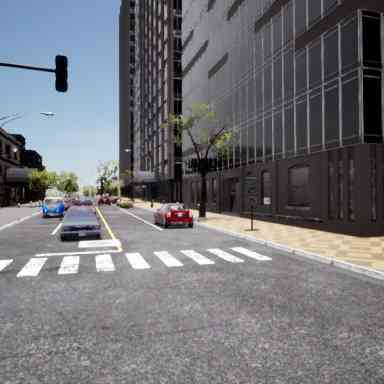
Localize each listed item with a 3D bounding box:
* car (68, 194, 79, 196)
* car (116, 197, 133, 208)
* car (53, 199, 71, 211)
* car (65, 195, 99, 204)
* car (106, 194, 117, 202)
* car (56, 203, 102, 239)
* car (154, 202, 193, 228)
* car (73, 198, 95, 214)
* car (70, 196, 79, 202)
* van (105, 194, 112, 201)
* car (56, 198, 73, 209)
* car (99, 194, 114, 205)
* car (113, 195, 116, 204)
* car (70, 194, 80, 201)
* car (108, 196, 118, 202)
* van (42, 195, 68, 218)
[{"bbox_3d":[-20.919,1.351,56.795,2.192,1.841,5.009,1,0,-17],"label":"car"},{"bbox_3d":[-9.659,1.558,48.895,1.752,1.417,4.829,1,0,-17],"label":"car"},{"bbox_3d":[-15.951,1.608,40.953,1.802,1.307,4.206,1,0,-17],"label":"car"},{"bbox_3d":[-8.912,1.369,27.160,2.097,1.767,4.553,0,0,-17],"label":"car"},{"bbox_3d":[-19.551,1.368,80.418,2.192,1.841,5.009,1,0,-17],"label":"car"},{"bbox_3d":[-5.974,1.558,17.707,2.033,1.411,5.357,0,0,-21],"label":"car"},{"bbox_3d":[-1.319,1.455,22.328,1.967,1.590,4.097,1,0,-17],"label":"car"},{"bbox_3d":[-11.992,1.515,37.069,2.128,1.511,4.902,0,0,-17],"label":"car"},{"bbox_3d":[-27.502,1.575,77.754,1.752,1.417,4.829,1,0,-17],"label":"car"},{"bbox_3d":[-22.867,1.401,90.979,1.690,1.788,3.998,1,0,-17],"label":"van"},{"bbox_3d":[-17.608,1.595,46.234,1.947,1.339,4.313,1,0,-17],"label":"car"},{"bbox_3d":[-15.132,1.389,57.309,2.097,1.767,4.553,0,0,-17],"label":"car"},{"bbox_3d":[-11.317,1.561,54.175,1.752,1.417,4.829,1,0,-17],"label":"car"},{"bbox_3d":[-29.207,1.369,83.198,2.192,1.841,5.009,1,0,-17],"label":"car"},{"bbox_3d":[-17.947,1.575,75.298,1.752,1.417,4.829,1,0,-17],"label":"car"},{"bbox_3d":[-12.632,1.360,30.394,1.690,1.788,3.998,1,0,-17],"label":"van"}]
